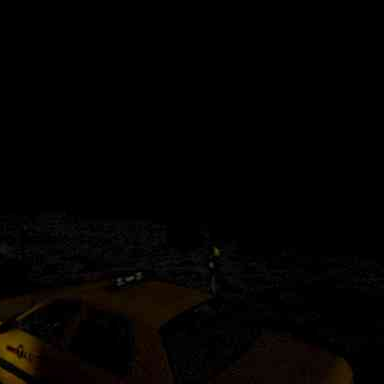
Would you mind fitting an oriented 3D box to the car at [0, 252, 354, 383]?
[{"bbox_3d":[-0.881,1.526,3.597,4.829,1.417,1.752,0,0,36],"label":"car"}]
